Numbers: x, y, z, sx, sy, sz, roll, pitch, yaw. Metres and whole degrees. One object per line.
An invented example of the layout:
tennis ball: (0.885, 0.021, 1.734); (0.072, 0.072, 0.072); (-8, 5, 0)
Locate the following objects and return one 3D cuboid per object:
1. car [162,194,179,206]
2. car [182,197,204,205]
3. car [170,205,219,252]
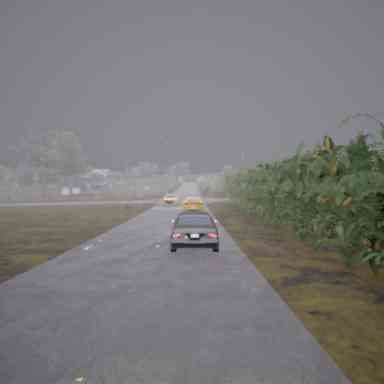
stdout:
car: (-2.744, 0.951, 43.189); (1.882, 1.535, 5.008); (0, 2, 0)
car: (0.105, 1.197, 31.898); (1.882, 1.535, 5.008); (0, 1, 0)
car: (0.097, 1.506, 13.747); (2.033, 1.411, 5.357); (0, 0, 0)
